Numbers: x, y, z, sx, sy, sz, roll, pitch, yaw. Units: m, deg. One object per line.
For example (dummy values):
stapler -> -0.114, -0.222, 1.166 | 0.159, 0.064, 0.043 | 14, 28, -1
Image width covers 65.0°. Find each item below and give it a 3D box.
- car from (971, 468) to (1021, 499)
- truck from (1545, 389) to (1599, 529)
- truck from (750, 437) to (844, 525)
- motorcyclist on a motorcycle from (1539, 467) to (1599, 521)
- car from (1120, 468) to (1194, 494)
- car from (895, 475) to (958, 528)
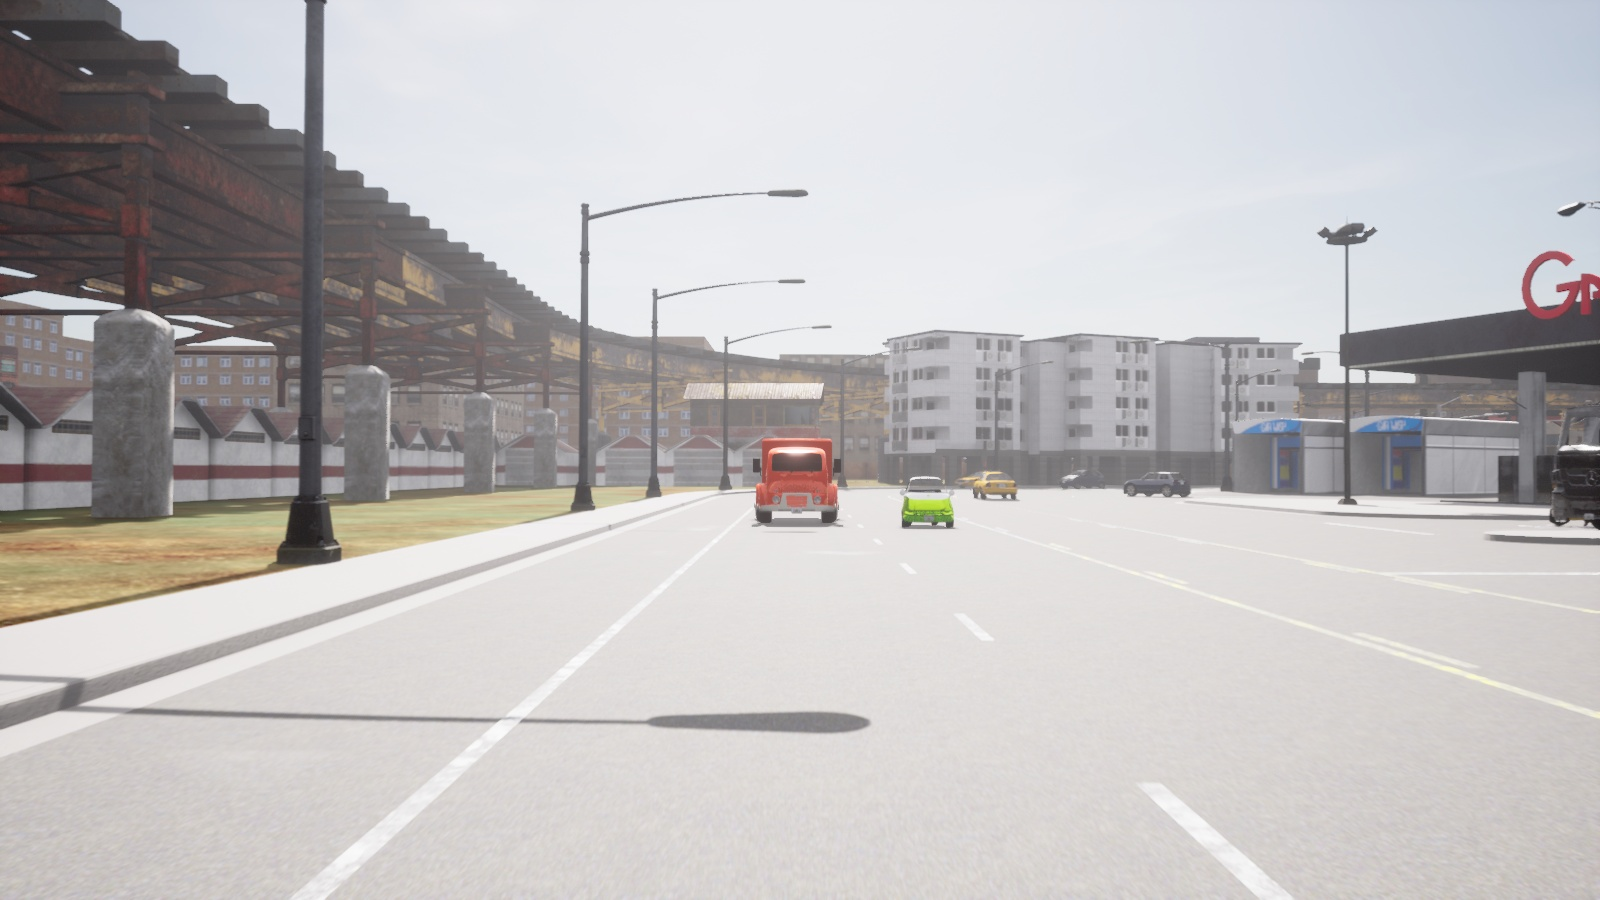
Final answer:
car -> 10.354, 1.732, 66.765 | 1.801, 1.575, 5.366 | 0, -1, 0
truck -> 23.707, 0.229, 32.151 | 7.936, 3.462, 2.891 | 0, -1, -9
truck -> -0.090, 0.903, 37.636 | 2.627, 2.467, 5.204 | 0, -1, 0
motorcyclist on a motorcycle -> 22.542, 1.259, 36.141 | 2.044, 1.523, 0.797 | 0, -1, 0
car -> 21.218, 1.837, 74.765 | 1.970, 1.475, 3.806 | 0, -1, -37
car -> 3.420, 1.380, 34.278 | 1.481, 1.376, 2.207 | 0, -1, 0
